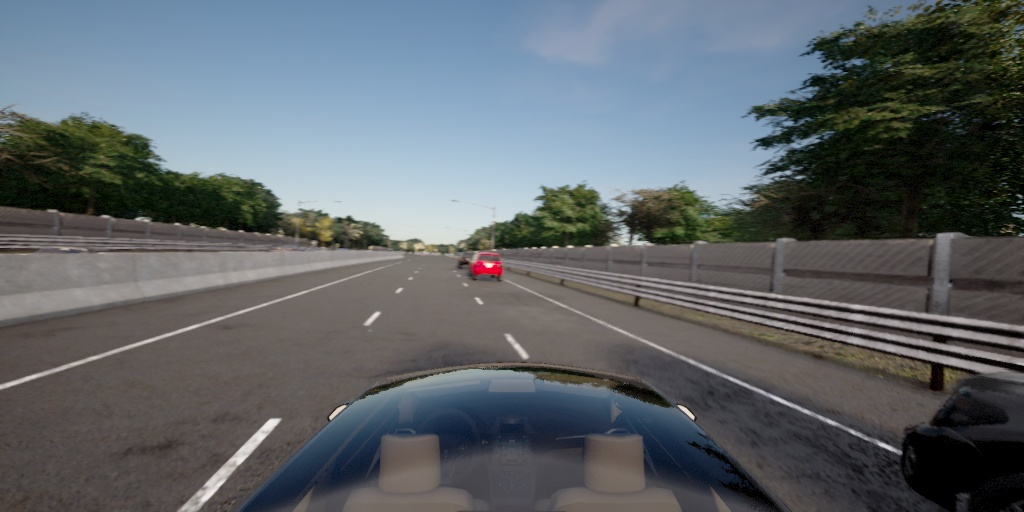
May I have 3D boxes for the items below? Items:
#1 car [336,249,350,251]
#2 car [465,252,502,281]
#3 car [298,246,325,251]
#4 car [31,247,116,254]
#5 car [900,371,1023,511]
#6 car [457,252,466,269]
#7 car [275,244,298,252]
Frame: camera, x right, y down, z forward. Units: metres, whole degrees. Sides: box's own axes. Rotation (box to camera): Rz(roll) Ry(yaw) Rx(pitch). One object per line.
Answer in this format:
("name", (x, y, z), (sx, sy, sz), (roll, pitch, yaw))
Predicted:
("car", (-25.583, -0.368, 54.224), (1.882, 1.535, 5.008), (3, 0, -11))
("car", (-2.128, 0.760, 27.832), (2.150, 2.045, 5.566), (3, 0, -11))
("car", (-28.793, -0.553, 52.448), (2.128, 1.511, 4.902), (3, 0, -11))
("car", (-17.259, 0.289, 13.920), (1.895, 1.301, 4.718), (3, 0, -12))
("car", (4.570, 1.244, 0.493), (2.150, 2.045, 5.566), (3, 0, -12))
("car", (-5.427, 0.533, 43.664), (2.150, 2.045, 5.566), (3, 0, -11))
("car", (-32.210, -0.893, 51.783), (2.097, 1.767, 4.553), (3, 0, -11))
